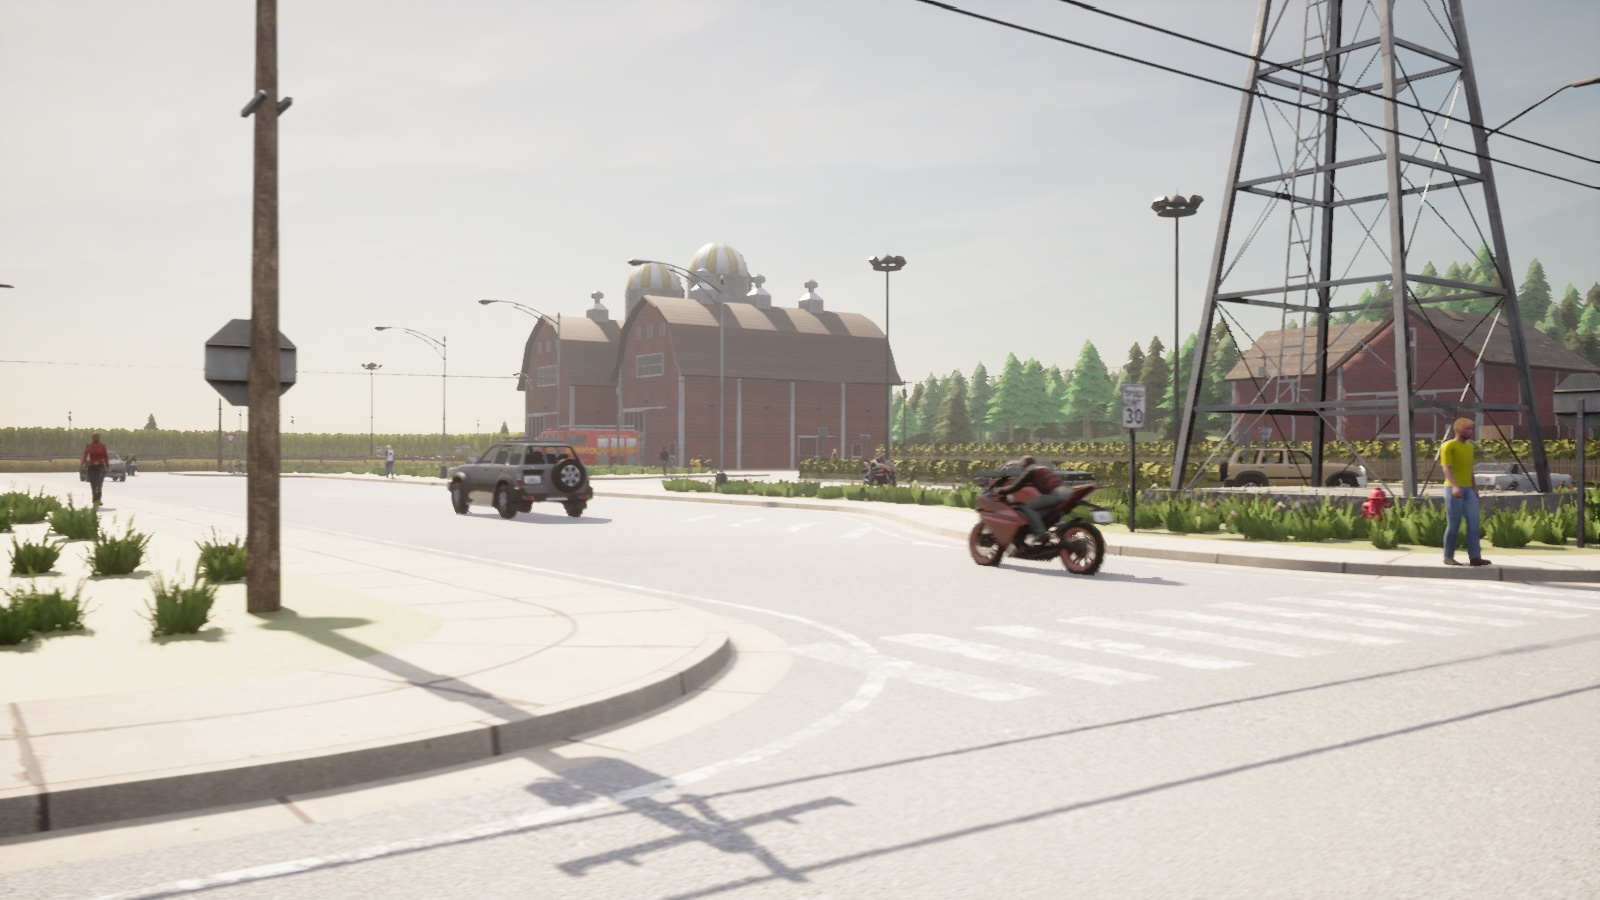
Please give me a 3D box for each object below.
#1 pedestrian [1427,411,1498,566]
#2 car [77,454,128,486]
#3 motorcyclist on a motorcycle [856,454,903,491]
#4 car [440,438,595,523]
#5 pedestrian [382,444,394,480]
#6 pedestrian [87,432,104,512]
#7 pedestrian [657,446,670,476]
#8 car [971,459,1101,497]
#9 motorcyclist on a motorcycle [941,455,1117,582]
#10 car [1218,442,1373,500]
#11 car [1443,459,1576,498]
[{"bbox_3d":[8.079,0.460,15.333,0.354,1.836,0.706,0,0,-20],"label":"pedestrian"},{"bbox_3d":[-34.701,0.961,62.457,1.789,1.549,3.705,0,0,-36],"label":"car"},{"bbox_3d":[3.405,0.959,53.955,0.866,1.530,2.191,0,0,-35],"label":"motorcyclist on a motorcycle"},{"bbox_3d":[-6.769,0.667,29.762,1.932,1.855,4.605,0,0,-36],"label":"car"},{"bbox_3d":[-21.158,0.634,64.428,0.354,1.836,0.706,0,0,-38],"label":"pedestrian"},{"bbox_3d":[-16.461,0.512,29.341,0.331,1.846,0.636,0,0,-30],"label":"pedestrian"},{"bbox_3d":[-8.354,0.666,76.853,0.431,1.840,0.703,0,0,25],"label":"pedestrian"},{"bbox_3d":[8.695,0.995,46.561,1.895,1.301,4.718,0,0,-36],"label":"car"},{"bbox_3d":[2.932,0.832,16.276,0.866,1.530,2.191,1,-1,-40],"label":"motorcyclist on a motorcycle"},{"bbox_3d":[16.316,0.689,41.605,4.605,1.855,1.932,0,0,16],"label":"car"},{"bbox_3d":[25.017,0.975,44.238,4.718,1.301,1.895,0,0,-29],"label":"car"}]
